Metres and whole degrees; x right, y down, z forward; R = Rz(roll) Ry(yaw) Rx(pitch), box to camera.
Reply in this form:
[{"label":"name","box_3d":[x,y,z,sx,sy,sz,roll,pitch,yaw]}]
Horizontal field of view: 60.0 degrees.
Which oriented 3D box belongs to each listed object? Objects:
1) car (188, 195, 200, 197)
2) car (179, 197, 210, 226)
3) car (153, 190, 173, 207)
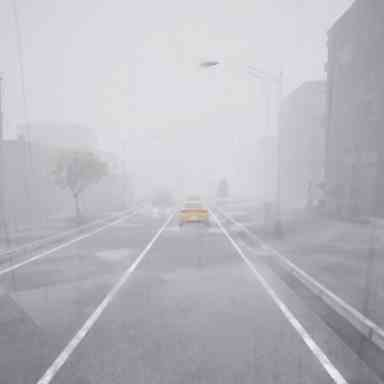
[{"label":"car","box_3d":[0.165,1.044,42.700,1.994,1.385,4.181,0,1,0]},{"label":"car","box_3d":[0.134,1.320,22.132,1.882,1.535,5.008,0,1,0]},{"label":"car","box_3d":[-3.520,0.734,41.152,2.150,2.045,5.566,0,1,0]}]
